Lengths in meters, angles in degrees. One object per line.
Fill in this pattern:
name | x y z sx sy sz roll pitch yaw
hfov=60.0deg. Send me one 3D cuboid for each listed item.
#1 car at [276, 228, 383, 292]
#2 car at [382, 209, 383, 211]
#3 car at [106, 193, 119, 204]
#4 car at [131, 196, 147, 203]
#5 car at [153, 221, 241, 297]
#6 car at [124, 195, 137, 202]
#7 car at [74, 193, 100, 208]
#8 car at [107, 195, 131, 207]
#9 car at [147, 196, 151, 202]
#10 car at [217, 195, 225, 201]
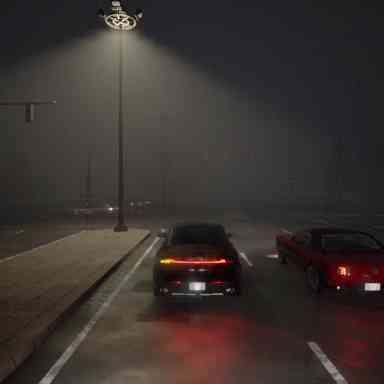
car | 3.629 1.601 8.843 1.895 1.301 4.718 0 0 1
car | 21.048 1.601 31.926 4.718 1.301 1.895 0 0 1
car | -14.644 1.221 63.097 2.150 2.045 5.566 0 0 1
car | -11.079 1.506 67.908 1.837 1.490 4.892 0 0 1
car | 0.126 1.505 8.599 1.837 1.490 4.892 0 0 1
car | -14.502 1.539 78.528 2.033 1.411 5.357 0 0 0
car | -14.878 1.222 47.598 2.150 2.045 5.566 0 0 3
car | -11.272 1.600 51.403 1.895 1.301 4.718 0 0 0
car | -11.001 1.595 78.698 1.895 1.301 4.718 0 0 0
car | 7.629 1.552 87.247 1.994 1.385 4.181 0 0 2
